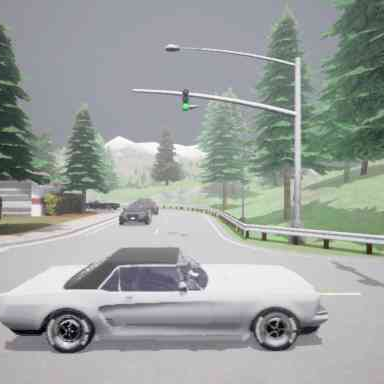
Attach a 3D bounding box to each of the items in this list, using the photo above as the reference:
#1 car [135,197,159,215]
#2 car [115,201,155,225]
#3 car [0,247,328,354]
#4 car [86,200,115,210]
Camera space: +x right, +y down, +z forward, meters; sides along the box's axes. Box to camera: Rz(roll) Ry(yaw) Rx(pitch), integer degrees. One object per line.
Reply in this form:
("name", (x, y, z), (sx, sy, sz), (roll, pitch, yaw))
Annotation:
("car", (-4.828, 1.352, 33.800), (2.097, 1.767, 4.553), (0, 0, -19))
("car", (-3.992, 1.564, 24.010), (1.994, 1.385, 4.181), (0, 0, -2))
("car", (-0.372, 1.624, 5.514), (4.718, 1.301, 1.895), (0, 0, -1))
("car", (-11.403, 1.608, 41.538), (4.718, 1.301, 1.895), (0, 0, 14))
